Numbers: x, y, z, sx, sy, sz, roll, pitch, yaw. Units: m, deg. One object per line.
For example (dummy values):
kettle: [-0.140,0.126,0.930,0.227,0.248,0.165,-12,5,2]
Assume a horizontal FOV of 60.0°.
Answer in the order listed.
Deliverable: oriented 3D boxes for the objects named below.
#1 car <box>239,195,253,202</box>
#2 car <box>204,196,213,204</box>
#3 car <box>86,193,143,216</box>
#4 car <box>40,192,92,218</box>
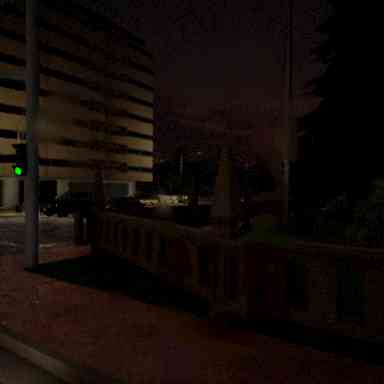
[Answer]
car: [7.255,1.188,47.583,2.097,1.767,4.553,1,0,35]
car: [3.634,1.295,48.507,2.128,1.511,4.902,1,0,35]
car: [-6.164,1.196,28.045,2.097,1.767,4.553,1,0,34]
car: [-10.074,1.030,28.524,2.150,2.045,5.566,1,0,34]
